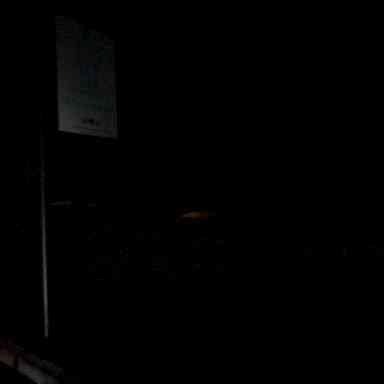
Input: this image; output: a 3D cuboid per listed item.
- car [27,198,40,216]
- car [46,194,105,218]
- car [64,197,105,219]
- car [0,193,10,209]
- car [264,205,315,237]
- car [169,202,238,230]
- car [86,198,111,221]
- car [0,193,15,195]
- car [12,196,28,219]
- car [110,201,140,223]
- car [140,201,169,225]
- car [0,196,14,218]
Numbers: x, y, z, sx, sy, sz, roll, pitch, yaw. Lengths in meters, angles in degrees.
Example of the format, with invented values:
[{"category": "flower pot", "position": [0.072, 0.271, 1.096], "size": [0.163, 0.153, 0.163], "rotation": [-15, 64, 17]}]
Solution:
[{"category": "car", "position": [-12.362, 1.460, 31.466], "size": [2.231, 1.521, 4.892], "rotation": [0, 0, 35]}, {"category": "car", "position": [-10.113, 1.211, 29.839], "size": [2.435, 2.045, 5.566], "rotation": [0, 0, 35]}, {"category": "car", "position": [-7.832, 1.465, 28.258], "size": [2.097, 1.535, 5.008], "rotation": [0, 0, 35]}, {"category": "car", "position": [-25.919, 1.132, 41.147], "size": [2.435, 2.045, 5.566], "rotation": [1, 0, 35]}, {"category": "car", "position": [5.722, 1.512, 18.580], "size": [2.163, 1.488, 4.792], "rotation": [0, 0, 35]}, {"category": "car", "position": [1.106, 1.474, 21.670], "size": [1.946, 1.575, 5.366], "rotation": [0, 0, 35]}, {"category": "car", "position": [-5.569, 1.468, 26.650], "size": [2.097, 1.535, 5.008], "rotation": [0, 0, 35]}, {"category": "car", "position": [-23.690, 1.152, 39.492], "size": [2.435, 2.045, 5.566], "rotation": [0, 0, 35]}, {"category": "car", "position": [-14.625, 1.454, 33.076], "size": [2.097, 1.535, 5.008], "rotation": [0, 0, 35]}, {"category": "car", "position": [-3.306, 1.472, 25.043], "size": [2.231, 1.521, 4.892], "rotation": [0, 0, 35]}, {"category": "car", "position": [-1.032, 1.503, 23.453], "size": [2.163, 1.488, 4.792], "rotation": [0, 0, 35]}, {"category": "car", "position": [-16.779, 1.443, 34.840], "size": [1.946, 1.575, 5.366], "rotation": [0, 0, 35]}]
